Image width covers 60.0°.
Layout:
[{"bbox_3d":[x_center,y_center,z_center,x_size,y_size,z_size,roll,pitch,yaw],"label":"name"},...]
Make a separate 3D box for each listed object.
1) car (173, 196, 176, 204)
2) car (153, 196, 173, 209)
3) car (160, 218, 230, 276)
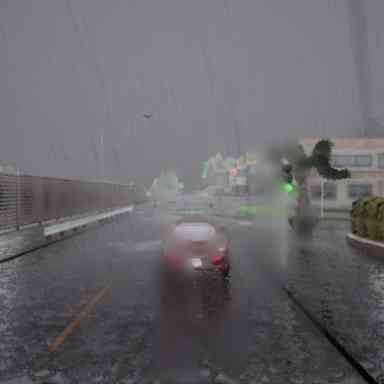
[{"bbox_3d":[-4.040,1.460,61.552,1.837,1.490,4.892,0,1,1],"label":"car"},{"bbox_3d":[-4.088,1.461,44.791,2.128,1.511,4.902,0,0,0],"label":"car"},{"bbox_3d":[0.089,1.519,10.231,1.812,1.442,4.674,0,0,0],"label":"car"}]
